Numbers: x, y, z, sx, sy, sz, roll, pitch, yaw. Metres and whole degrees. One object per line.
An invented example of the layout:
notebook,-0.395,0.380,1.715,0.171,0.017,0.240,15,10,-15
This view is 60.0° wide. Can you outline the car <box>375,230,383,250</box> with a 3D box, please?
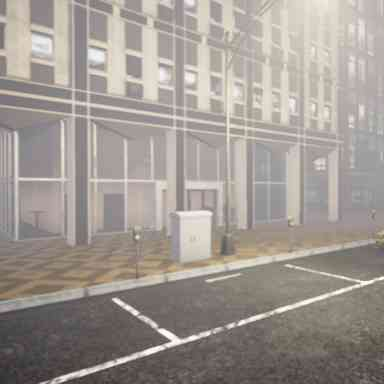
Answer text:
car,8.916,1.497,12.922,4.829,1.417,1.752,0,0,-36
